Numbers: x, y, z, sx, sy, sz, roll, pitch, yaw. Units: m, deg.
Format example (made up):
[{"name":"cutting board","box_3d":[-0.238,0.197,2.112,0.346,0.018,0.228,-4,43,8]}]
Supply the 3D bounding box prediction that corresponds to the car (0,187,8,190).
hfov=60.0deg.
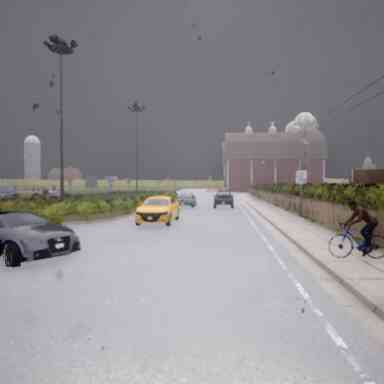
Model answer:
[{"name":"car","box_3d":[-33.844,-0.119,60.261,4.611,1.667,2.242,0,1,5]}]

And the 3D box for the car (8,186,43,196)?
[{"name":"car","box_3d":[-21.882,0.121,45.128,4.605,1.855,1.932,0,1,5]}]

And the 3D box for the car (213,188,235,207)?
[{"name":"car","box_3d":[3.143,0.683,33.005,1.837,1.490,4.892,0,1,5]}]

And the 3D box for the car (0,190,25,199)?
[{"name":"car","box_3d":[-18.119,0.774,31.047,1.895,1.301,4.718,0,1,5]}]

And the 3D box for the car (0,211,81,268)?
[{"name":"car","box_3d":[-5.464,1.291,10.212,4.181,1.385,1.994,1,1,27]}]

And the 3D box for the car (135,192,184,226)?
[{"name":"car","box_3d":[-1.887,0.987,19.252,1.882,1.535,5.008,0,1,6]}]

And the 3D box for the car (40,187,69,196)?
[{"name":"car","box_3d":[-17.002,0.451,42.554,1.994,1.385,4.181,0,1,7]}]

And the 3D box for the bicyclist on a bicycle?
[{"name":"bicyclist on a bicycle","box_3d":[4.683,1.075,9.348,1.656,1.620,0.582,0,1,5]}]

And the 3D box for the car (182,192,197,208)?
[{"name":"car","box_3d":[-0.613,0.711,32.333,1.812,1.442,4.674,0,2,6]}]
